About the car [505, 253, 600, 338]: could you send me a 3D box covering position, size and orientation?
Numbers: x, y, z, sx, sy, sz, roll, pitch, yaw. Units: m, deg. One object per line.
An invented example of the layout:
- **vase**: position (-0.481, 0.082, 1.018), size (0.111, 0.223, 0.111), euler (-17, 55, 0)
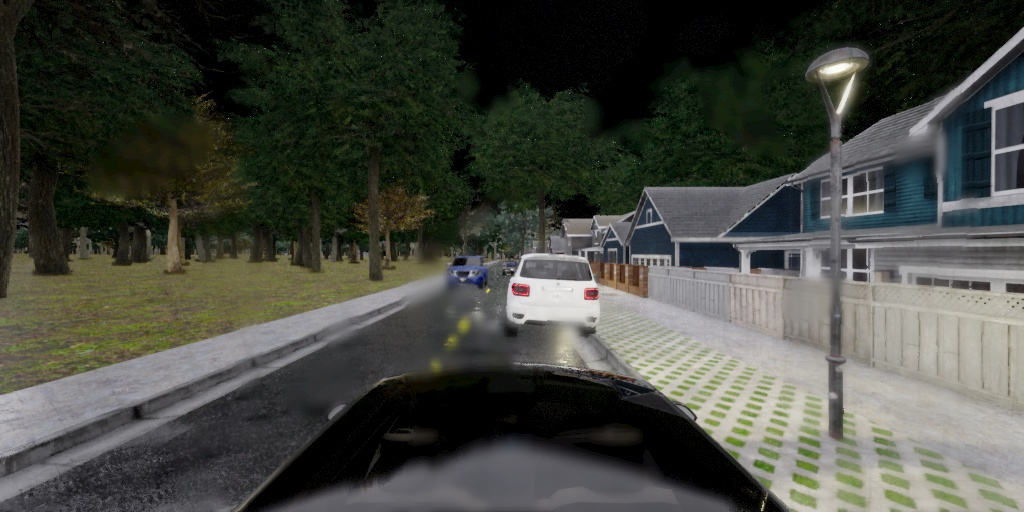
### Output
- **car**: position (0.962, 1.010, 10.354), size (2.150, 2.045, 5.566), euler (3, -1, 0)

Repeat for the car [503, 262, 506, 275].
- **car**: position (0.014, 1.338, 38.454), size (1.994, 1.385, 4.181), euler (0, 0, 1)

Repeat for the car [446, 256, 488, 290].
- **car**: position (-2.762, 0.984, 23.045), size (2.150, 2.045, 5.566), euler (0, 0, 0)
